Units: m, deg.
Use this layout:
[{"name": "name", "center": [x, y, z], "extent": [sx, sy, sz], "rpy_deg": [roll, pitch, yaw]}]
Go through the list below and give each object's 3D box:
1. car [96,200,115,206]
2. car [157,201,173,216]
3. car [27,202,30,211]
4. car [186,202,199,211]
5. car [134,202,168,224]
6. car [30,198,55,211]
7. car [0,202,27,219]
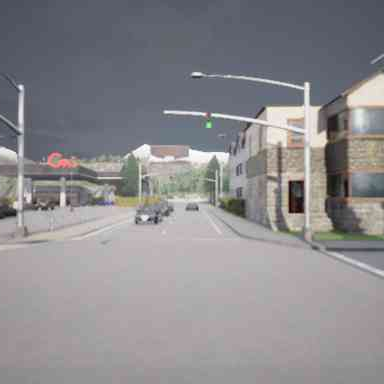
[{"name": "car", "center": [-22.227, 2.794, 85.301], "extent": [4.611, 1.667, 2.242], "rpy_deg": [0, -1, 0]}, {"name": "car", "center": [-3.609, 1.850, 37.777], "extent": [2.097, 1.767, 4.553], "rpy_deg": [0, -1, 0]}, {"name": "car", "center": [-25.986, 2.237, 51.903], "extent": [1.970, 1.475, 3.806], "rpy_deg": [0, -1, 0]}, {"name": "car", "center": [0.062, 2.242, 51.546], "extent": [1.994, 1.385, 4.181], "rpy_deg": [0, -1, 0]}, {"name": "car", "center": [-3.589, 1.862, 28.053], "extent": [2.128, 1.511, 4.902], "rpy_deg": [0, -1, 1]}, {"name": "car", "center": [-22.659, 1.945, 51.307], "extent": [1.905, 1.878, 3.866], "rpy_deg": [0, -1, 0]}, {"name": "car", "center": [-18.944, 1.931, 33.439], "extent": [2.007, 1.523, 4.514], "rpy_deg": [0, -1, 0]}]
